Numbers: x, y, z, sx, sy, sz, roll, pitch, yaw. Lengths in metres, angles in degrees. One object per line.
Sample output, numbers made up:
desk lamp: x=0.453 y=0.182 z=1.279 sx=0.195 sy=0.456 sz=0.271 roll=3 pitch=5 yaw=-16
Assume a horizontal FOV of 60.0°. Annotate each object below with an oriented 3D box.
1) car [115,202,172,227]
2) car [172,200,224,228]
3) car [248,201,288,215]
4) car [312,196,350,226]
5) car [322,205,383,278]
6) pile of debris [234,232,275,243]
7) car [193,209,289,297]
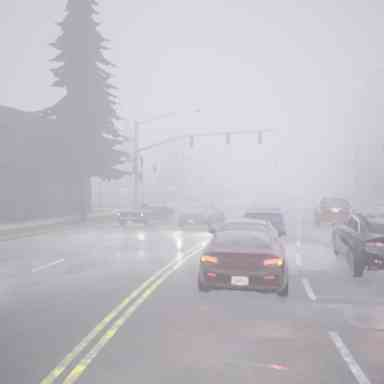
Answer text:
car: x=-2.711 y=1.275 z=20.193 sx=1.895 sy=1.301 sz=4.718 roll=0 pitch=1 yaw=18
car: x=0.676 y=1.219 z=19.283 sx=1.812 sy=1.442 sz=4.674 roll=0 pitch=1 yaw=18
car: x=3.833 y=1.198 z=17.143 sx=1.882 sy=1.535 sz=5.008 roll=0 pitch=1 yaw=18
car: x=8.518 y=1.019 z=20.298 sx=2.097 sy=1.767 sz=4.553 roll=0 pitch=1 yaw=18
car: x=5.164 y=1.336 z=9.314 sx=2.128 sy=1.511 sz=4.902 roll=0 pitch=1 yaw=15
pile of debris: x=2.734 y=1.942 z=14.325 sx=1.500 sy=0.140 sz=1.860 roll=0 pitch=1 yaw=18
car: x=1.326 y=1.391 z=8.229 sx=1.812 sy=1.442 sz=4.674 roll=0 pitch=1 yaw=12
